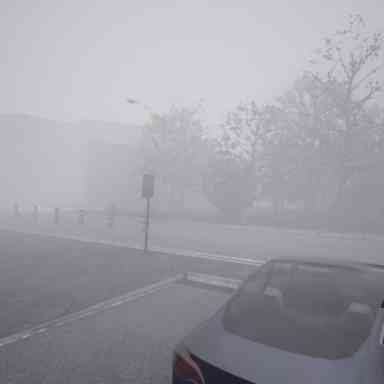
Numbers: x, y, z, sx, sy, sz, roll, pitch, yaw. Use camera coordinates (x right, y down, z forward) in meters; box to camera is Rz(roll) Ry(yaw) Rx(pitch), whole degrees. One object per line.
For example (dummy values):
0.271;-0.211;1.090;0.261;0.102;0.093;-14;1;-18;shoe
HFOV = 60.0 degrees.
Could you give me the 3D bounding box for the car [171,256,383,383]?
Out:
1.729;1.507;3.949;2.163;1.488;4.792;0;0;36;car
